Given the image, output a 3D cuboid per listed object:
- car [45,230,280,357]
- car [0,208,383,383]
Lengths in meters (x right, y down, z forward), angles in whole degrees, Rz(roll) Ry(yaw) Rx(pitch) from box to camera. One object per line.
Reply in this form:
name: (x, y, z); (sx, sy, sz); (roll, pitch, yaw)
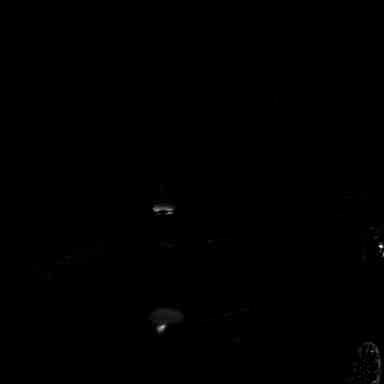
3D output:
car: (-0.400, 1.609, 6.479); (4.206, 1.307, 1.802); (1, 0, -35)
car: (-0.125, 1.234, 3.285); (5.566, 2.045, 2.150); (0, 0, -35)
